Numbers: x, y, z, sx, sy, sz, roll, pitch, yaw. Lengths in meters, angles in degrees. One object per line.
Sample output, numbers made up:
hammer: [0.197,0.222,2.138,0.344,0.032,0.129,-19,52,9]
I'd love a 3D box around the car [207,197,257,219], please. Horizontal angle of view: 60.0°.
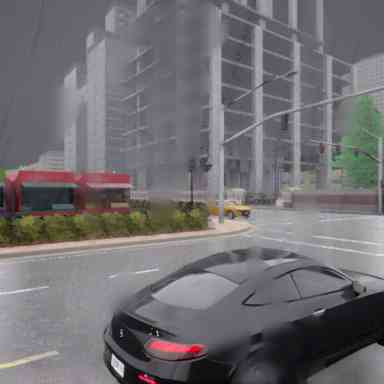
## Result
car: [2.859,1.422,28.401,1.882,1.535,5.008,0,0,-36]

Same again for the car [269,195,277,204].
car: [13.228,1.114,59.396,1.905,1.878,3.866,0,0,-36]

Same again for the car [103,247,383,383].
car: [1.147,1.526,4.605,4.674,1.442,1.812,0,0,-35]

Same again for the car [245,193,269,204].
car: [10.840,1.114,57.680,1.905,1.878,3.866,0,0,-36]
